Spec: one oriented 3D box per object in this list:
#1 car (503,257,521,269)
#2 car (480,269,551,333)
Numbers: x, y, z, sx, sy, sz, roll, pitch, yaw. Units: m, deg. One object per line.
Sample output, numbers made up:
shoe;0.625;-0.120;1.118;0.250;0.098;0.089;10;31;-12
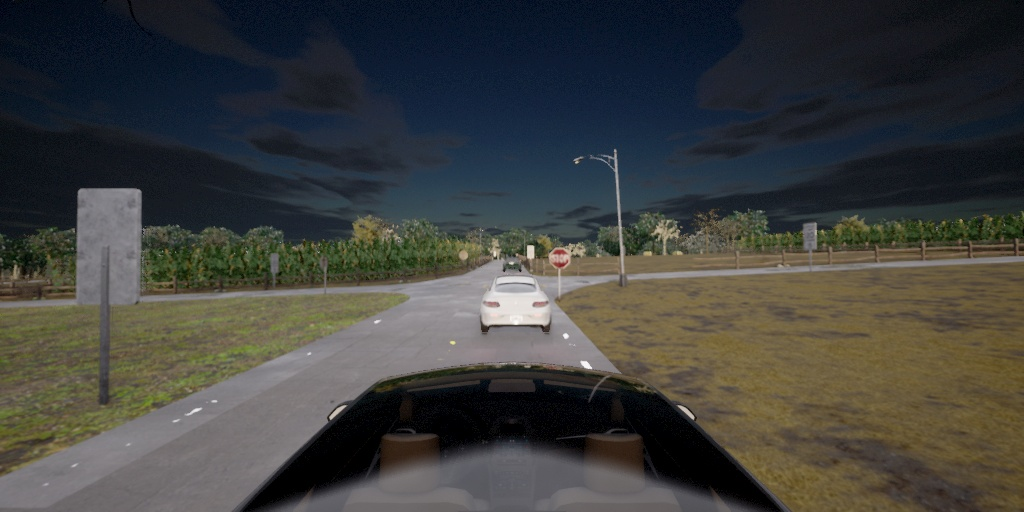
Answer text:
car;0.022;0.867;42.380;2.097;1.767;4.553;0;1;0
car;0.088;1.293;10.736;1.812;1.442;4.674;0;0;0
